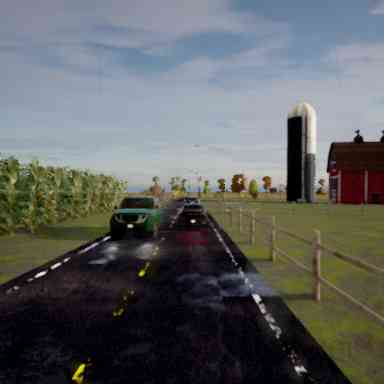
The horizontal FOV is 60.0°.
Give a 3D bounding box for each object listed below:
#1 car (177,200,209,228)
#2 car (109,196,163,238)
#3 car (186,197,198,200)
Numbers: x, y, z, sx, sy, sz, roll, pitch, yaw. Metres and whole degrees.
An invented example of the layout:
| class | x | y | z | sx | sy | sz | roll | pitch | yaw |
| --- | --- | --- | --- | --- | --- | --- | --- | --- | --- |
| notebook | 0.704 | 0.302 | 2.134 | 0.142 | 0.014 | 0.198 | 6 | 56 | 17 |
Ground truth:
| class | x | y | z | sx | sy | sz | roll | pitch | yaw |
| --- | --- | --- | --- | --- | --- | --- | --- | --- | --- |
| car | 0.070 | 1.502 | 22.359 | 1.837 | 1.490 | 4.892 | 0 | 0 | 0 |
| car | -2.828 | 1.221 | 18.024 | 2.150 | 2.045 | 5.566 | 0 | 0 | 0 |
| car | 0.029 | 1.355 | 42.199 | 2.097 | 1.767 | 4.553 | 0 | 0 | 0 |
